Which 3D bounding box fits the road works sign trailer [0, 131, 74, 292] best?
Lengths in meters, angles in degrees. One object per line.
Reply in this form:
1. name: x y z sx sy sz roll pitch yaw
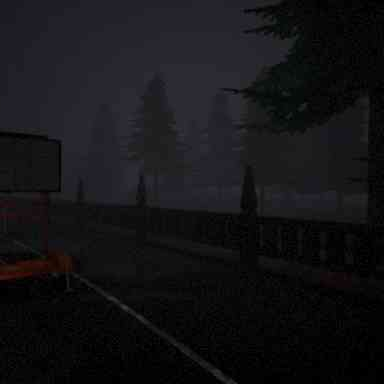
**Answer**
1. road works sign trailer: -4.375 0.407 7.783 2.380 3.560 2.880 0 0 -40
